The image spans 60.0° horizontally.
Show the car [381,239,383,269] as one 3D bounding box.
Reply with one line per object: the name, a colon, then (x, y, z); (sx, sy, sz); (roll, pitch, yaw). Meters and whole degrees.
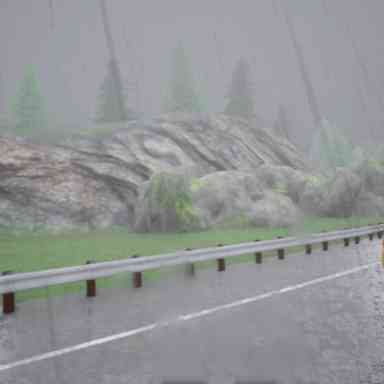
car: (7.160, 1.484, 9.287); (5.008, 1.535, 1.882); (0, 0, -38)
